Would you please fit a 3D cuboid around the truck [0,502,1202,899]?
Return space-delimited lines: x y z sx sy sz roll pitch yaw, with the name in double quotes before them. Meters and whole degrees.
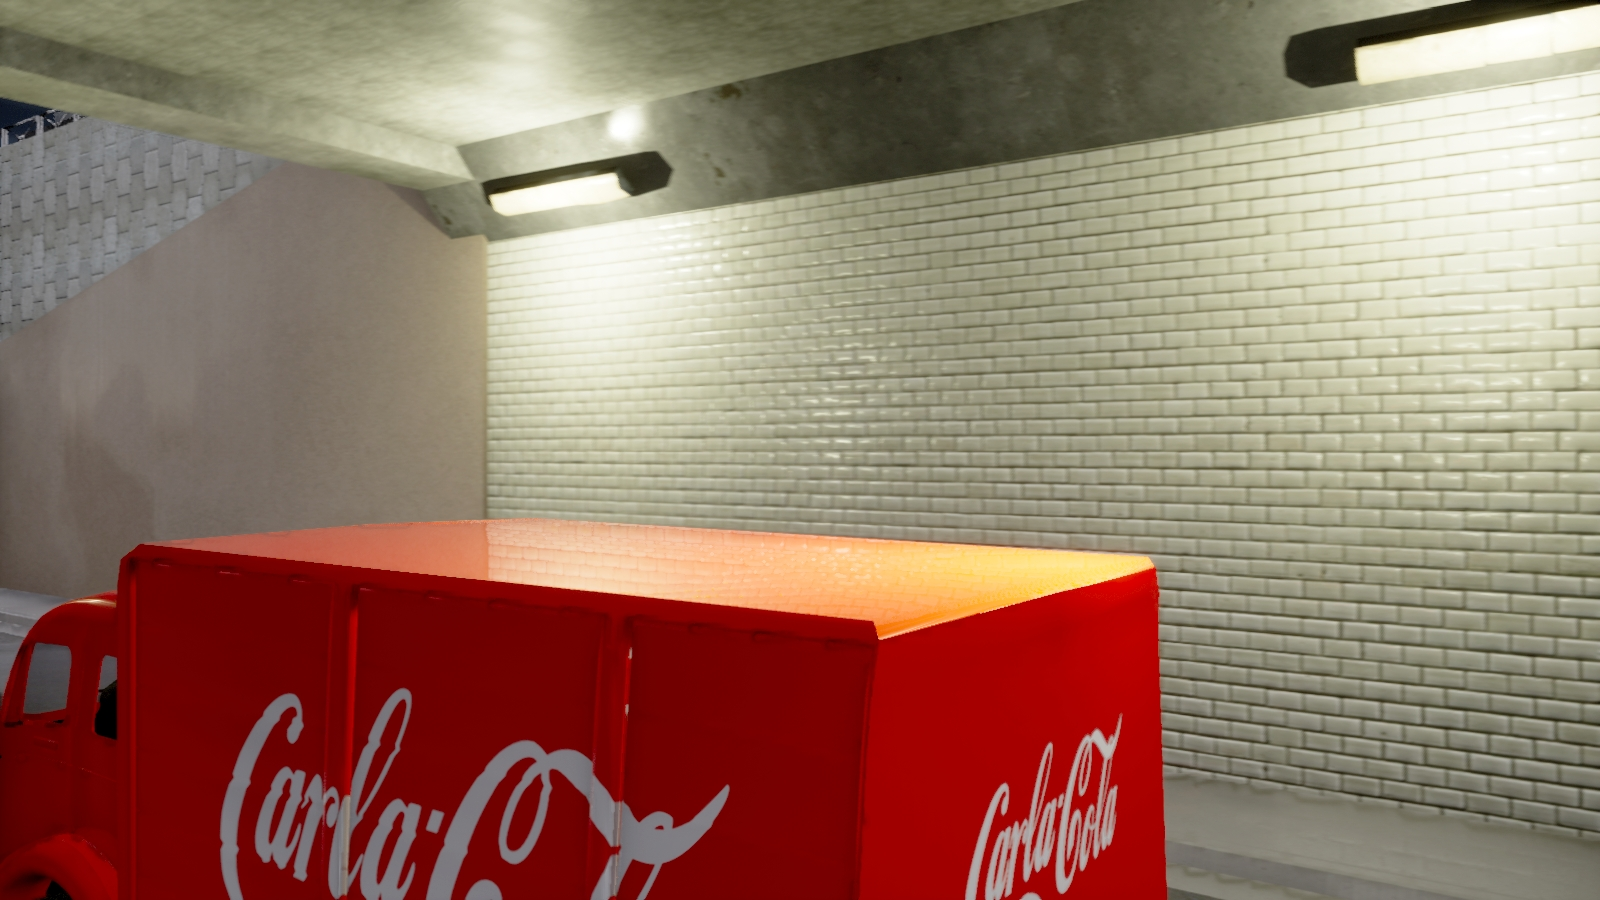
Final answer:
"truck" -1.363 1.568 4.742 5.204 2.467 2.627 0 0 35
